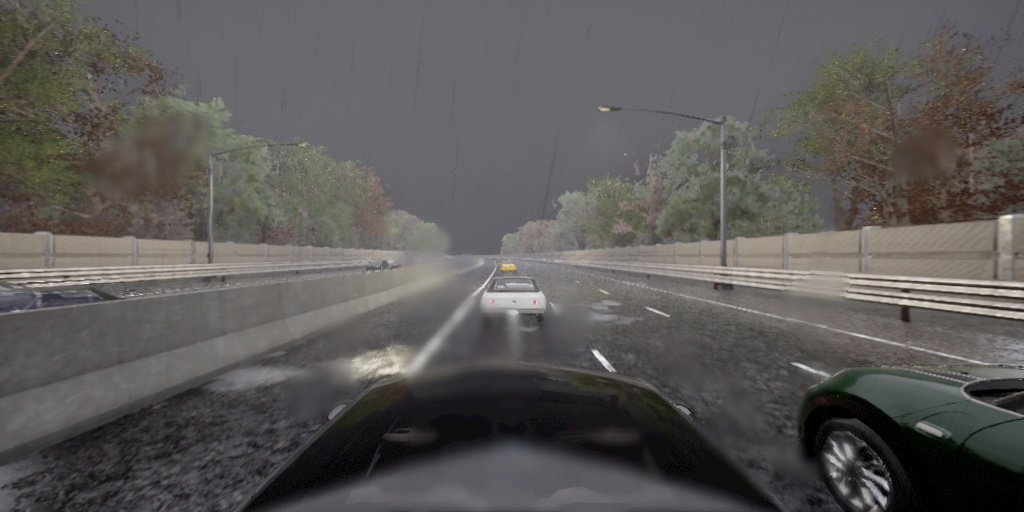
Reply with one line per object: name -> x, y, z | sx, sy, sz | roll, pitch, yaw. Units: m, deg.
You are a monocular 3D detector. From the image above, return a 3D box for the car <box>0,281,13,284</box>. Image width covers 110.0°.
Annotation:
car -> -14.120, 1.303, 8.673 | 2.033, 1.411, 5.357 | 0, 0, 0

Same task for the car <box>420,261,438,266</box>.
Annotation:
car -> -11.229, 1.367, 48.884 | 1.895, 1.301, 4.718 | 0, 0, -1

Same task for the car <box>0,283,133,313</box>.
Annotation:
car -> -10.618, 1.356, 7.686 | 1.895, 1.301, 4.718 | 0, 0, 0

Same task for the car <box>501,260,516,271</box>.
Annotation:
car -> -0.441, 1.223, 44.676 | 1.801, 1.575, 5.366 | 0, 0, -1

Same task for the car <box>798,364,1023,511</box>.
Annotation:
car -> 3.592, 1.101, 1.286 | 2.097, 1.767, 4.553 | 0, 0, 0

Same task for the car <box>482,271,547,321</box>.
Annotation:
car -> 0.057, 1.355, 12.422 | 1.895, 1.301, 4.718 | 0, 0, 0

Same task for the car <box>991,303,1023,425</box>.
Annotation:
car -> 7.096, 1.295, 1.873 | 2.033, 1.411, 5.357 | 0, 0, 0

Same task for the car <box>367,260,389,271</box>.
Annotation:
car -> -18.235, 1.270, 49.117 | 1.837, 1.490, 4.892 | 0, 0, -1

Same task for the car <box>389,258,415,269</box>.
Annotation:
car -> -14.732, 1.118, 48.991 | 2.097, 1.767, 4.553 | 0, 0, -1
